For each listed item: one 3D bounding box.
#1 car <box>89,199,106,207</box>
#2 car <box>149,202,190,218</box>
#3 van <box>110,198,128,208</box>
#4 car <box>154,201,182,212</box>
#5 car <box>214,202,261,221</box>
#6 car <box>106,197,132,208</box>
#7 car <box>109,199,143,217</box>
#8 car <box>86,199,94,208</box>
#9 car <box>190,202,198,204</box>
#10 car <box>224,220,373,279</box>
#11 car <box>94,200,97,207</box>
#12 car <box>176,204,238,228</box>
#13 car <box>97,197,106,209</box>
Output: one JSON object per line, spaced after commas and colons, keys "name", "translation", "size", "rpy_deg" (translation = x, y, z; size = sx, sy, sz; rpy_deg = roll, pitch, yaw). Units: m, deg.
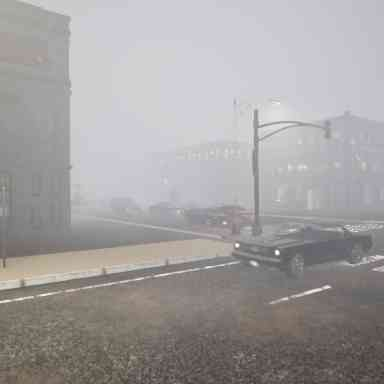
{"name": "car", "translation": [-19.441, 2.227, 68.094], "size": [1.887, 1.381, 4.507], "rpy_deg": [-1, 0, -36]}
{"name": "car", "translation": [-2.733, 1.830, 34.752], "size": [2.128, 1.511, 4.902], "rpy_deg": [-1, 0, -36]}
{"name": "van", "translation": [-13.012, 1.906, 59.085], "size": [1.690, 1.788, 3.998], "rpy_deg": [-1, 0, -36]}
{"name": "car", "translation": [-3.356, 1.965, 45.572], "size": [1.802, 1.307, 4.206], "rpy_deg": [-2, 0, -36]}
{"name": "car", "translation": [3.314, 1.744, 26.293], "size": [1.812, 1.442, 4.674], "rpy_deg": [-1, 0, -35]}
{"name": "car", "translation": [-8.778, 1.677, 43.245], "size": [2.150, 2.045, 5.566], "rpy_deg": [-1, 0, -35]}
{"name": "car", "translation": [-6.961, 1.846, 36.196], "size": [1.967, 1.590, 4.097], "rpy_deg": [-1, 0, -36]}
{"name": "car", "translation": [-19.256, 2.158, 63.395], "size": [2.128, 1.511, 4.902], "rpy_deg": [-1, 0, -36]}
{"name": "car", "translation": [-0.140, 1.903, 41.068], "size": [1.802, 1.307, 4.206], "rpy_deg": [-2, 0, -36]}
{"name": "car", "translation": [3.458, 1.600, 10.163], "size": [4.718, 1.301, 1.895], "rpy_deg": [0, 0, -36]}
{"name": "car", "translation": [-16.230, 1.939, 63.589], "size": [2.192, 1.841, 5.009], "rpy_deg": [-1, 0, -36]}
{"name": "car", "translation": [1.007, 1.814, 24.833], "size": [1.947, 1.339, 4.313], "rpy_deg": [-2, 0, -36]}
{"name": "car", "translation": [-13.427, 2.051, 55.234], "size": [2.128, 1.511, 4.902], "rpy_deg": [-1, 0, -36]}
